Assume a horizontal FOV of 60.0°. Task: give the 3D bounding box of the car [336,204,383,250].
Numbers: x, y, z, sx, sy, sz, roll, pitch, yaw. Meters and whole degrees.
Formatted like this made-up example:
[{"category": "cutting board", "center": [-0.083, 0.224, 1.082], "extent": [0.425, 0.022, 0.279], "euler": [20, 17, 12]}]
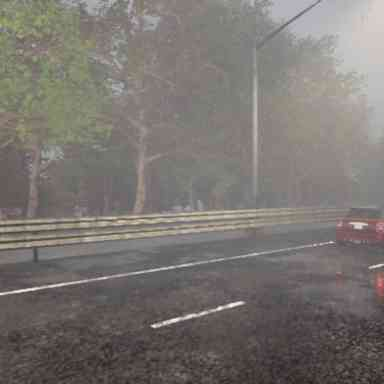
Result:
[{"category": "car", "center": [8.045, 1.349, 13.892], "extent": [4.553, 1.767, 2.097], "euler": [0, 0, -36]}]
